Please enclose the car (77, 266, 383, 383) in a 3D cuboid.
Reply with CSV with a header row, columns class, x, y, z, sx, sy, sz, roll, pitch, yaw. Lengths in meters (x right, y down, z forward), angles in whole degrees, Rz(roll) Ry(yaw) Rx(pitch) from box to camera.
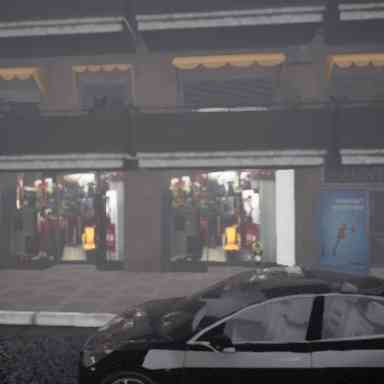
class,x,y,z,sx,sy,sz,roll,pitch,yaw
car,0.958,1.585,3.731,4.313,1.339,1.947,0,0,5
